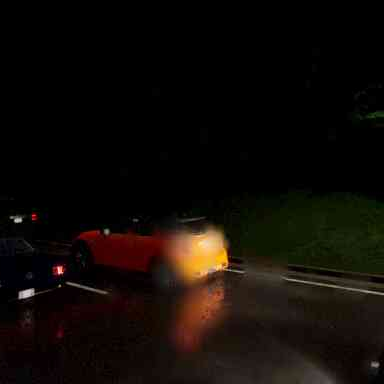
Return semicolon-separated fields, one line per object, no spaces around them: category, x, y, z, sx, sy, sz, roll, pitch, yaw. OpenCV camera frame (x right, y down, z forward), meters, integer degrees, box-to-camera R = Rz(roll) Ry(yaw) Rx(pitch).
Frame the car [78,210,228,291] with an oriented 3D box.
car;-1.355;1.352;9.263;4.553;1.767;2.097;0;0;36

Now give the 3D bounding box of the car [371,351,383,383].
car;3.691;1.547;1.353;5.357;1.411;2.033;0;0;35

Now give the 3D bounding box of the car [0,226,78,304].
car;-4.881;1.601;7.476;4.718;1.301;1.895;0;0;35

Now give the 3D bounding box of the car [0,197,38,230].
car;-9.102;1.222;14.788;5.566;2.045;2.150;0;0;36
